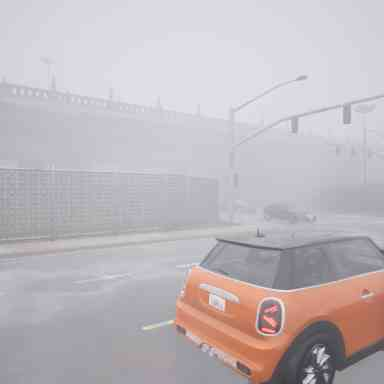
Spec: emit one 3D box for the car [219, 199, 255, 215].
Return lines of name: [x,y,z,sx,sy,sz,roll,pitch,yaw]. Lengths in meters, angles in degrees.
car: [4.683,1.533,35.465,1.882,1.535,5.008,0,0,-35]

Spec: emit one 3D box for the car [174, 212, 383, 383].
car: [2.045,1.352,5.245,4.553,1.767,2.097,0,0,-35]

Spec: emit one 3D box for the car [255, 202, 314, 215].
car: [7.109,1.539,24.555,2.128,1.511,4.902,0,-1,-21]
